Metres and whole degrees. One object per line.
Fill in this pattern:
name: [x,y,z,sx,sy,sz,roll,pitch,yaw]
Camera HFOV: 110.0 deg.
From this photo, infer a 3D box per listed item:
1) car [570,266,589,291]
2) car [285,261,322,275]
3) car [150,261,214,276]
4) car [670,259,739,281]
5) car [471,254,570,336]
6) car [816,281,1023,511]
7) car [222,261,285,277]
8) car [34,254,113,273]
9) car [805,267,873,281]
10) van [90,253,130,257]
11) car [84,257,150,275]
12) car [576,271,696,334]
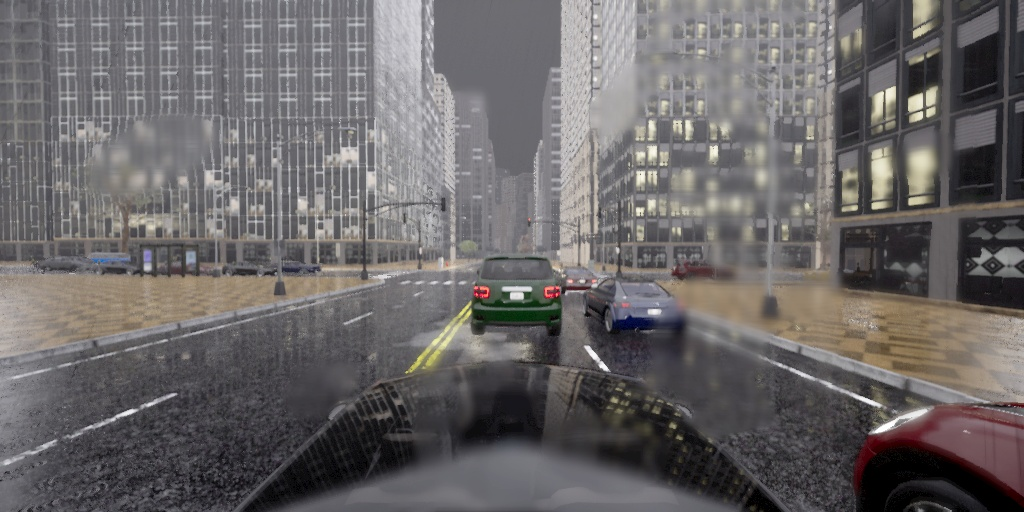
car: [3.381,1.263,19.771,2.033,1.411,5.357,0,0,0]
car: [-20.636,1.138,33.821,4.718,1.301,1.895,1,1,1]
car: [-28.368,1.097,31.301,4.207,1.307,1.802,0,0,1]
car: [16.239,1.229,30.570,5.009,1.841,2.192,0,0,1]
car: [0.113,0.955,10.434,2.150,2.045,5.566,0,0,0]
car: [3.344,1.106,0.483,2.097,1.767,4.553,0,0,0]
car: [-22.685,1.133,31.159,4.313,1.339,1.948,0,0,1]
car: [-42.016,0.834,34.303,4.902,1.511,2.128,1,1,1]
car: [27.687,1.539,30.355,4.829,1.417,1.751,0,0,1]
van: [-45.226,0.551,40.161,3.998,1.789,1.690,0,0,1]
car: [-34.049,1.028,31.484,4.313,1.339,1.948,0,0,1]
car: [3.370,1.298,10.529,1.994,1.385,4.181,0,0,-1]
